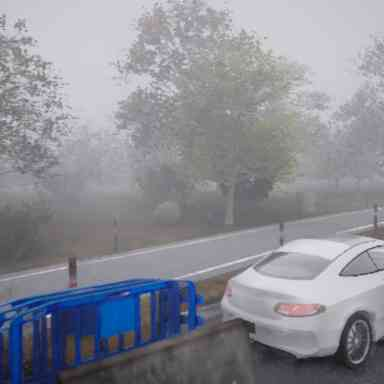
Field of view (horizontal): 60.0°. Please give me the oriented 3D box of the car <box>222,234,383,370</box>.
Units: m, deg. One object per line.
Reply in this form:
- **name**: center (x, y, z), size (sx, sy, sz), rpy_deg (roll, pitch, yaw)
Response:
- **car**: center (2.592, 1.439, 5.589), size (4.674, 1.452, 2.002), rpy_deg (-3, 0, -35)
